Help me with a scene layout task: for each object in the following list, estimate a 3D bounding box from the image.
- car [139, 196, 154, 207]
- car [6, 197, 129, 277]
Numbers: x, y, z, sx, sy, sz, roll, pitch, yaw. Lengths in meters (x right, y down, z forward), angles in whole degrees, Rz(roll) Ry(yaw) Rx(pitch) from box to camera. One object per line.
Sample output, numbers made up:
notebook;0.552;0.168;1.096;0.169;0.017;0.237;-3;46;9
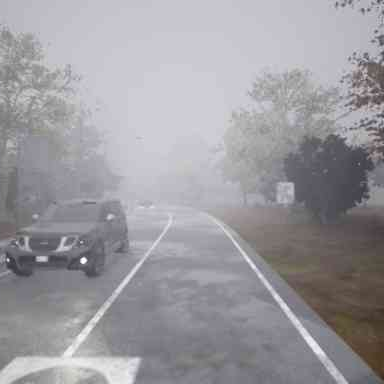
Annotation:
car;-7.104;1.452;51.461;1.837;1.490;4.892;1;0;-13
car;-3.497;1.220;10.586;2.150;2.045;5.566;0;0;1
